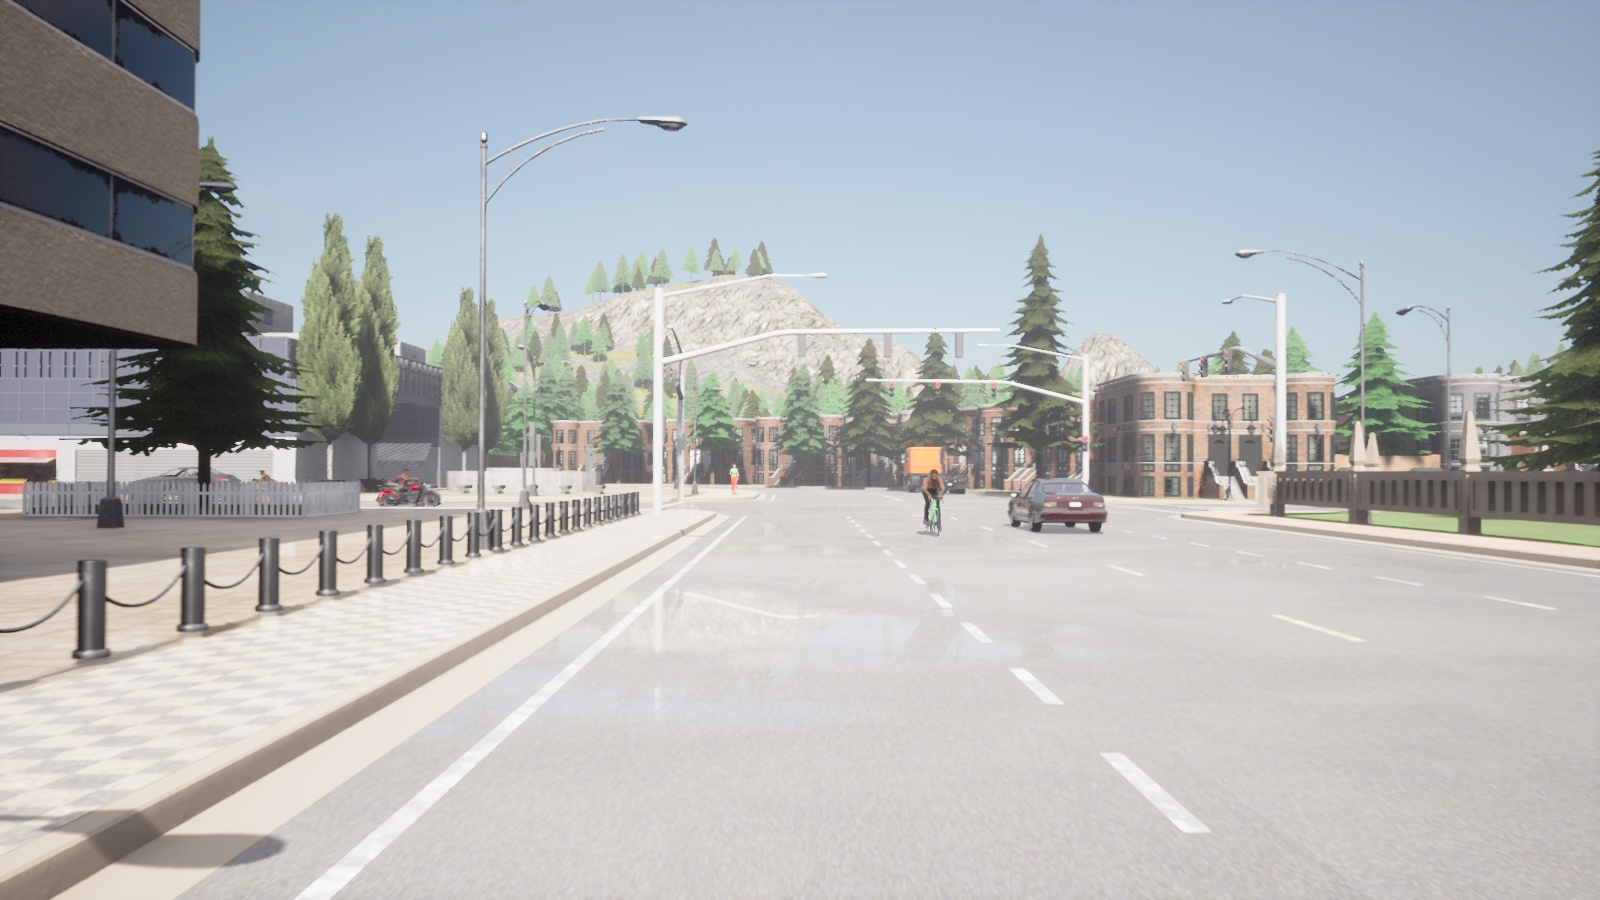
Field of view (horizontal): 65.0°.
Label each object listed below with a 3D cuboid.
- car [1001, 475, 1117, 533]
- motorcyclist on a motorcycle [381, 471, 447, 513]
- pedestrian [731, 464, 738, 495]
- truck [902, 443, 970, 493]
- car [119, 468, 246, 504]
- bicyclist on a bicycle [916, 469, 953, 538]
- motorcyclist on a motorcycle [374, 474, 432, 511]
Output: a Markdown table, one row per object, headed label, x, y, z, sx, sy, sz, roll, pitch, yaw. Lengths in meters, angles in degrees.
| label | x | y | z | sx | sy | sz | roll | pitch | yaw |
| --- | --- | --- | --- | --- | --- | --- | --- | --- | --- |
| car | 6.918 | 1.405 | 34.140 | 2.033 | 1.411 | 5.357 | 0 | -1 | 0 |
| motorcyclist on a motorcycle | -15.286 | 1.659 | 49.759 | 2.350 | 1.649 | 0.766 | 0 | -1 | 0 |
| pedestrian | -3.766 | 1.703 | 72.528 | 0.345 | 1.836 | 0.594 | 0 | -1 | -7 |
| truck | 9.665 | 1.306 | 90.322 | 2.891 | 3.462 | 7.936 | 0 | -1 | -9 |
| car | -29.550 | 1.720 | 60.215 | 5.027 | 1.651 | 2.152 | 0 | -1 | 0 |
| bicyclist on a bicycle | 3.232 | 1.262 | 30.330 | 0.582 | 1.620 | 1.656 | 0 | -1 | -4 |
| motorcyclist on a motorcycle | -16.825 | 1.809 | 53.252 | 2.191 | 1.530 | 0.866 | -1 | -1 | 0 |
